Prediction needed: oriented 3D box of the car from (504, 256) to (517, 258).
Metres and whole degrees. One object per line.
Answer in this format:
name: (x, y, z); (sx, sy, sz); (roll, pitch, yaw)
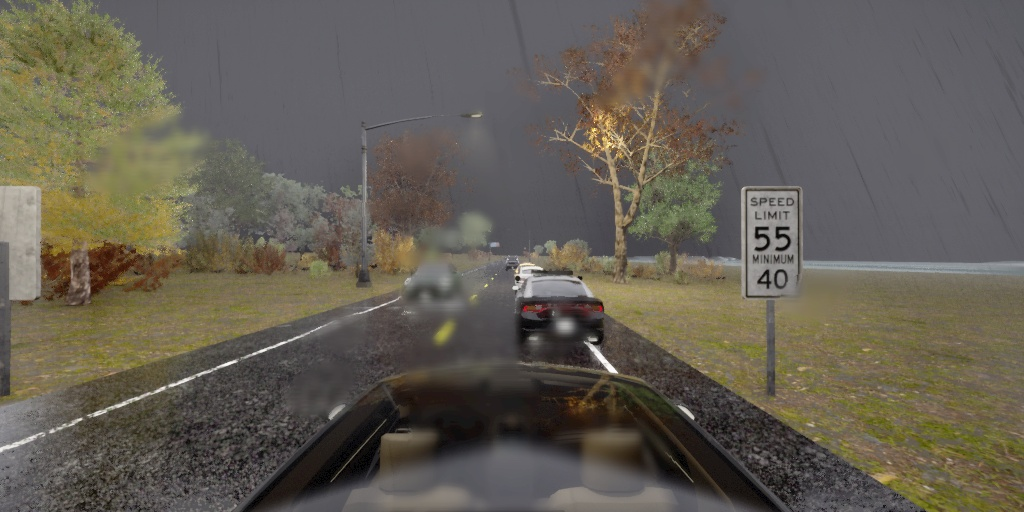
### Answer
car: (0.096, 0.957, 61.981); (2.150, 2.045, 5.566); (0, 0, 0)

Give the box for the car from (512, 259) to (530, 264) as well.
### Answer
car: (1.068, 1.204, 25.720); (1.801, 1.575, 5.366); (0, 0, 0)

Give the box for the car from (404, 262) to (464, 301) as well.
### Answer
car: (-3.596, 1.102, 17.169); (2.097, 1.767, 4.553); (0, 0, 0)

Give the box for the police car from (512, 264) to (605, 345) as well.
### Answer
police car: (1.048, 1.175, 9.646); (1.930, 1.638, 5.238); (0, 0, 0)

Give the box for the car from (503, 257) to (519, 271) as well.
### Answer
car: (0.096, 1.247, 48.799); (1.837, 1.490, 4.892); (0, 0, 1)
